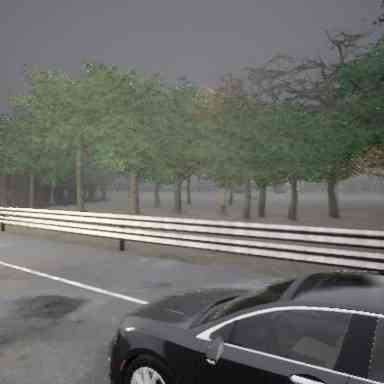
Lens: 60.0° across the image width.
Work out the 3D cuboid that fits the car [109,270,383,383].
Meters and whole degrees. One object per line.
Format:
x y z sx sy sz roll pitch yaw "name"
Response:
1.336 1.506 2.939 4.892 1.490 1.837 0 0 36 "car"
